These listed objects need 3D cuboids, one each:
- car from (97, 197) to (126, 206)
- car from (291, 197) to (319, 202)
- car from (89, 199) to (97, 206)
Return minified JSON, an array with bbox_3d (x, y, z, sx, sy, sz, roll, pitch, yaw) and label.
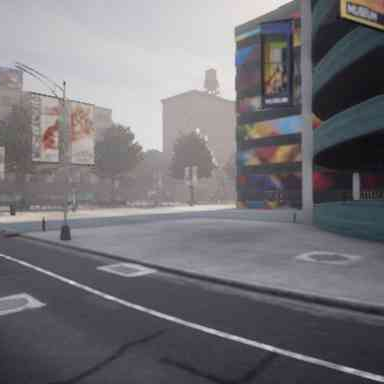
[{"bbox_3d":[-15.020,1.825,63.569,4.553,1.767,2.097,0,0,-45],"label":"car"},{"bbox_3d":[14.398,1.452,43.601,2.002,1.452,4.674,-1,0,44],"label":"car"},{"bbox_3d":[-17.917,1.860,65.582,2.097,1.767,4.553,-1,-1,45],"label":"car"}]
